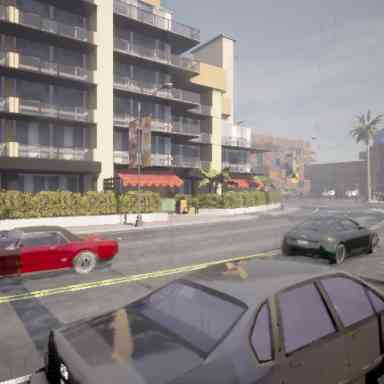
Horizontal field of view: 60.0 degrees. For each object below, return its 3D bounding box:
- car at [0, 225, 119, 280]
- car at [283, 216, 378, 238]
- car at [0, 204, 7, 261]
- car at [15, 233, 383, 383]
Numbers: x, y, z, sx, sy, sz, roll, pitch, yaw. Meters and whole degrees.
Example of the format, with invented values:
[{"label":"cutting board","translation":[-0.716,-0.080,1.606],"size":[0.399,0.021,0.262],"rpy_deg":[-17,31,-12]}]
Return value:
[{"label":"car","translation":[-4.494,1.594,8.889],"size":[4.718,1.301,1.895],"rpy_deg":[0,0,-37]},{"label":"car","translation":[4.981,1.559,11.840],"size":[4.181,1.385,1.994],"rpy_deg":[0,0,-42]},{"label":"car","translation":[-8.495,1.342,10.339],"size":[4.553,1.767,2.097],"rpy_deg":[0,0,-36]},{"label":"car","translation":[1.064,1.546,4.005],"size":[5.357,1.411,2.033],"rpy_deg":[0,0,-37]}]
